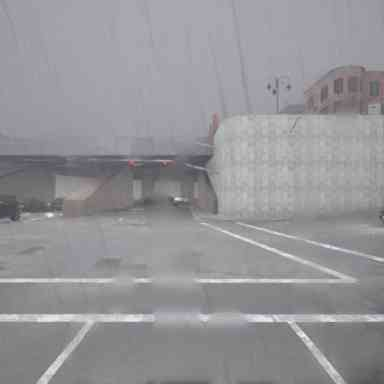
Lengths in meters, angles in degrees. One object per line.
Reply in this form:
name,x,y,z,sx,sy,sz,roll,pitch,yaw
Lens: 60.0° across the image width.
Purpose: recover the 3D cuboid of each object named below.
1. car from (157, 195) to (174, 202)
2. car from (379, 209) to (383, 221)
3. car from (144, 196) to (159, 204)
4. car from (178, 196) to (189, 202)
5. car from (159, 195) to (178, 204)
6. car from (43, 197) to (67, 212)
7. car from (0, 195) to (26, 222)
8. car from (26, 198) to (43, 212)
car,-5.967,1.500,75.436,1.837,1.490,4.892,0,0,24
car,12.783,0.873,18.231,4.674,1.442,1.812,-7,0,-1
car,-8.112,1.547,65.004,2.033,1.411,5.357,0,0,4
car,-2.287,1.524,75.182,1.812,1.442,4.674,0,0,28
car,-4.591,1.491,65.168,2.128,1.511,4.902,0,0,4
car,-14.989,1.352,38.513,2.097,1.767,4.553,0,0,-1
car,-14.319,1.222,23.754,2.150,2.045,5.566,0,0,-5
car,-18.478,1.492,37.981,2.128,1.511,4.902,0,0,-2
